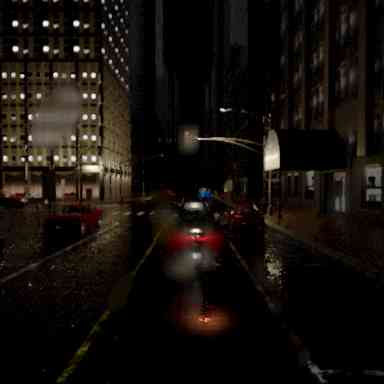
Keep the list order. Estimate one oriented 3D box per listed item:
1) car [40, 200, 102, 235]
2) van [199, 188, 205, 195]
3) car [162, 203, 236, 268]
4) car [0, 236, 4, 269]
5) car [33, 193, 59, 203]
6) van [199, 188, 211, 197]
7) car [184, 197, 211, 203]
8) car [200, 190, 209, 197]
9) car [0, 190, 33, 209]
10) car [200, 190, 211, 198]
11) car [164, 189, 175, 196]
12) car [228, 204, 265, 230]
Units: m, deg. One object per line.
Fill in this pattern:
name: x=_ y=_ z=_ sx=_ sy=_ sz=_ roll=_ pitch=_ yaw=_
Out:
car: x=-5.816 y=1.257 z=16.670 sx=1.887 sy=1.381 sz=4.507 roll=0 pitch=1 yaw=0
van: x=2.726 y=-0.219 z=90.105 sx=1.690 sy=1.788 sz=3.998 roll=0 pitch=1 yaw=0
car: x=0.104 y=1.320 z=10.614 sx=1.837 sy=1.490 sz=4.892 roll=0 pitch=1 yaw=0
car: x=-5.750 y=1.444 z=6.994 sx=1.947 sy=1.339 sz=4.313 roll=0 pitch=1 yaw=0
car: x=-18.503 y=0.810 z=40.393 sx=4.403 sy=1.369 sz=2.008 roll=0 pitch=1 yaw=1
van: x=2.713 y=0.280 z=61.626 sx=1.690 sy=1.788 sz=3.998 roll=0 pitch=1 yaw=0
car: x=0.110 y=1.210 z=20.564 sx=1.994 sy=1.385 sz=4.181 roll=0 pitch=1 yaw=0
car: x=2.719 y=0.291 z=73.021 sx=2.008 sy=1.369 sz=4.403 roll=0 pitch=1 yaw=0
car: x=-18.594 y=0.762 z=32.009 sx=5.009 sy=1.841 sz=2.192 roll=0 pitch=1 yaw=1
car: x=2.716 y=0.391 z=67.325 sx=2.008 sy=1.369 sz=4.403 roll=0 pitch=1 yaw=0
car: x=-5.659 y=0.185 z=78.721 sx=1.887 sy=1.381 sz=4.507 roll=0 pitch=1 yaw=0
car: x=2.823 y=1.271 z=18.043 sx=1.802 sy=1.307 sz=4.206 roll=0 pitch=1 yaw=0
